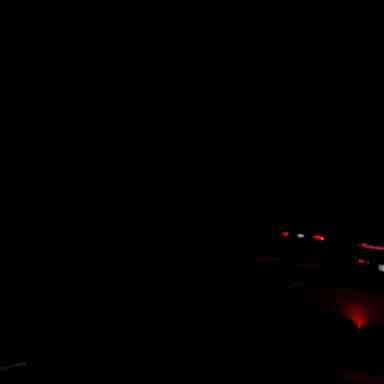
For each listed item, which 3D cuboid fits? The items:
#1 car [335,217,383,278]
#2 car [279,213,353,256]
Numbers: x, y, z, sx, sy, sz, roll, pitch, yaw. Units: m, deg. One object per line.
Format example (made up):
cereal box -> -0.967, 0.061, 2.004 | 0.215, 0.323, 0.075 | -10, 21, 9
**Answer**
car -> 6.136, 1.491, 9.024 | 4.902, 1.511, 2.128 | 0, 0, -41
car -> 5.514, 1.547, 13.085 | 5.357, 1.411, 2.033 | 0, 0, -44
